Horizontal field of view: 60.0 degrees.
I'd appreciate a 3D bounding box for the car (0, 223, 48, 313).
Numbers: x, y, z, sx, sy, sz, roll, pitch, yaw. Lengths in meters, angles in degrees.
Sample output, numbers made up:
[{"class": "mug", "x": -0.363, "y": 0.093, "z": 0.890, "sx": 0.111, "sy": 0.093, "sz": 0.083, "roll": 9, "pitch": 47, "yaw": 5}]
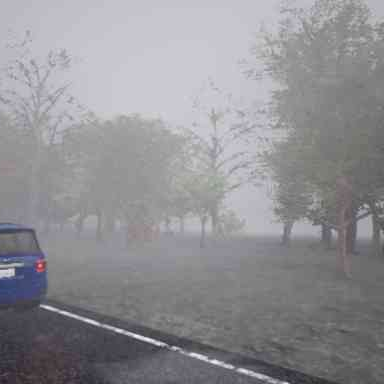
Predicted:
[{"class": "car", "x": -5.665, "y": 1.722, "z": 7.980, "sx": 5.566, "sy": 2.045, "sz": 2.150, "roll": -2, "pitch": -7, "yaw": 37}]
